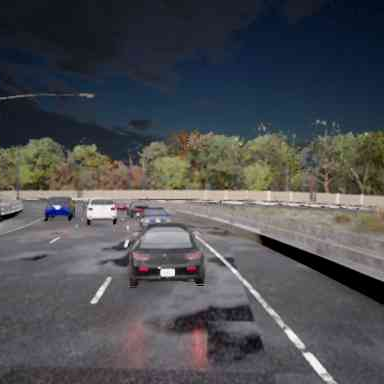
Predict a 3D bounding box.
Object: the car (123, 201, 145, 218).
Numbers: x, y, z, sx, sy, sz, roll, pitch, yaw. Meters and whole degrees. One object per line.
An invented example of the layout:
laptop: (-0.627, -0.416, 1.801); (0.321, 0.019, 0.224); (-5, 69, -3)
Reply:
car: (-5.368, 1.694, 32.778); (1.837, 1.490, 4.892); (0, 0, -17)

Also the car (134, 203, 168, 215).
car: (-2.374, 1.666, 20.787); (2.033, 1.411, 5.357); (0, 0, -11)

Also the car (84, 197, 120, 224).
car: (-7.134, 1.380, 26.435); (2.150, 2.045, 5.566); (0, 0, -15)

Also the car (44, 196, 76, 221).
car: (-11.612, 1.401, 29.421); (2.150, 2.045, 5.566); (0, 0, -16)

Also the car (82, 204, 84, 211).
car: (-13.180, 1.805, 43.566); (2.033, 1.411, 5.357); (0, 0, -25)

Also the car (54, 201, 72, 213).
car: (-16.585, 1.857, 42.535); (1.895, 1.301, 4.718); (0, 0, -24)

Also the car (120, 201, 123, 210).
car: (-9.926, 1.823, 44.728); (1.994, 1.385, 4.181); (0, 0, -25)

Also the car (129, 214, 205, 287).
car: (-0.722, 1.579, 9.437); (1.812, 1.442, 4.674); (0, 0, -5)
